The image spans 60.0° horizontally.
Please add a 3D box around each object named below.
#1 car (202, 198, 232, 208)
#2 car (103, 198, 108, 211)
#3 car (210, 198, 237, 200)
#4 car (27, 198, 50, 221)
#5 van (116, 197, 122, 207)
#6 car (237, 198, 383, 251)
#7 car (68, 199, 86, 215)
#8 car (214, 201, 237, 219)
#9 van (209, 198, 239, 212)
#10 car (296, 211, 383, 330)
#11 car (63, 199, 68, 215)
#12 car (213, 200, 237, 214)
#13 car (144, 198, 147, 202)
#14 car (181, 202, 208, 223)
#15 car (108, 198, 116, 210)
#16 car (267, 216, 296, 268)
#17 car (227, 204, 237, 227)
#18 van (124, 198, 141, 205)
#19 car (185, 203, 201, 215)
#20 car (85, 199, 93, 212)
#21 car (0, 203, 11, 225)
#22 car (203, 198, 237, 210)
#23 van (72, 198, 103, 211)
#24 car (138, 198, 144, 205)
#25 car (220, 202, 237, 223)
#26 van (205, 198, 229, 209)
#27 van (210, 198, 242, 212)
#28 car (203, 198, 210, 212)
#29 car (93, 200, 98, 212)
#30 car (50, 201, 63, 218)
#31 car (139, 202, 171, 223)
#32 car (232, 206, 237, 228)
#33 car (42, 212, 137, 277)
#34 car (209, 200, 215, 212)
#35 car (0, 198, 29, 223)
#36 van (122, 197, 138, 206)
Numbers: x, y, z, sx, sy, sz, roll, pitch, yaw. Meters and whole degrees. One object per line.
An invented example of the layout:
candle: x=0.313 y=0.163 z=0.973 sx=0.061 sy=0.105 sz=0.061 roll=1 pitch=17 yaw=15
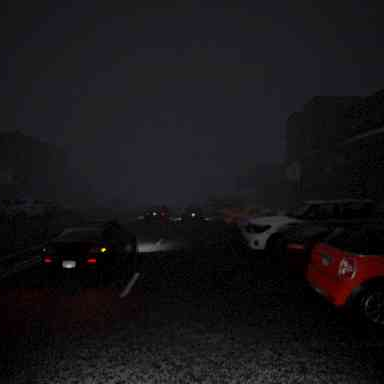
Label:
car: x=4.784 y=2.139 z=64.738 sx=5.566 sy=2.045 sz=2.435 roll=0 pitch=-1 yaw=0
car: x=-15.831 y=2.054 z=50.792 sx=4.553 sy=1.767 sz=2.185 roll=0 pitch=-1 yaw=0
car: x=4.746 y=1.851 z=39.727 sx=4.553 sy=1.767 sz=2.185 roll=0 pitch=-1 yaw=0
car: x=-15.788 y=1.514 z=28.735 sx=5.566 sy=2.045 sz=2.435 roll=0 pitch=-1 yaw=0
van: x=-15.937 y=2.125 z=61.828 sx=4.442 sy=1.987 sz=1.878 roll=0 pitch=-1 yaw=0
car: x=4.683 y=1.261 z=11.952 sx=5.566 sy=2.045 sz=2.435 roll=0 pitch=0 yaw=0
car: x=-15.965 y=1.979 z=39.759 sx=5.366 sy=1.575 sz=1.946 roll=0 pitch=-1 yaw=0
car: x=4.718 y=1.751 z=28.485 sx=5.008 sy=1.535 sz=2.097 roll=0 pitch=-1 yaw=0
van: x=4.838 y=1.952 z=50.720 sx=4.442 sy=1.987 sz=1.878 roll=0 pitch=-1 yaw=0
car: x=4.680 y=1.362 z=6.398 sx=4.553 sy=1.767 sz=2.185 roll=0 pitch=0 yaw=0
car: x=-15.739 y=1.749 z=34.247 sx=4.553 sy=1.767 sz=2.185 roll=0 pitch=-1 yaw=0
car: x=4.720 y=1.812 z=31.389 sx=4.892 sy=1.521 sz=2.231 roll=0 pitch=-1 yaw=0
car: x=-15.881 y=2.760 z=92.149 sx=5.008 sy=1.535 sz=2.097 roll=0 pitch=-1 yaw=0
car: x=0.103 y=1.830 z=28.240 sx=1.994 sy=1.385 sz=4.181 roll=0 pitch=-1 yaw=0
car: x=-15.777 y=1.973 z=53.553 sx=5.566 sy=2.045 sz=2.435 roll=0 pitch=-1 yaw=0
car: x=4.710 y=1.536 z=9.175 sx=4.674 sy=1.452 sz=2.002 roll=0 pitch=0 yaw=0
car: x=4.715 y=1.641 z=20.159 sx=4.674 sy=1.452 sz=2.002 roll=0 pitch=-1 yaw=0
van: x=-15.986 y=2.489 z=89.518 sx=4.442 sy=1.987 sz=1.878 roll=0 pitch=-1 yaw=0
car: x=0.106 y=2.124 z=43.034 sx=1.994 sy=1.385 sz=4.181 roll=0 pitch=-1 yaw=0
car: x=-15.970 y=2.031 z=42.518 sx=5.366 sy=1.575 sz=1.946 roll=0 pitch=-1 yaw=0
car: x=-15.779 y=1.692 z=23.218 sx=4.792 sy=1.488 sz=2.163 roll=0 pitch=-1 yaw=0
car: x=4.760 y=2.018 z=56.403 sx=5.566 sy=2.045 sz=2.435 roll=0 pitch=-1 yaw=0
van: x=-15.678 y=1.907 z=48.037 sx=4.442 sy=1.987 sz=1.878 roll=0 pitch=-1 yaw=0
car: x=-15.832 y=2.377 z=83.883 sx=5.566 sy=2.045 sz=2.435 roll=0 pitch=-1 yaw=0
car: x=4.898 y=1.643 z=22.930 sx=5.366 sy=1.575 sz=1.946 roll=0 pitch=-1 yaw=0
van: x=4.629 y=2.126 z=61.961 sx=4.442 sy=1.987 sz=1.878 roll=0 pitch=-1 yaw=0
van: x=4.833 y=1.906 z=48.067 sx=4.442 sy=1.987 sz=1.878 roll=0 pitch=-1 yaw=0
car: x=4.685 y=1.828 z=45.168 sx=5.566 sy=2.045 sz=2.435 roll=0 pitch=-1 yaw=0
car: x=-15.787 y=2.124 z=45.274 sx=4.674 sy=1.452 sz=2.002 roll=0 pitch=-1 yaw=0
car: x=-15.737 y=1.569 z=31.492 sx=5.566 sy=2.045 sz=2.435 roll=0 pitch=-1 yaw=0
car: x=-2.897 y=1.817 z=28.420 sx=2.033 sy=1.411 sz=5.357 roll=0 pitch=-1 yaw=0
car: x=4.710 y=1.605 z=17.501 sx=4.674 sy=1.452 sz=2.002 roll=0 pitch=-1 yaw=0
car: x=-2.899 y=1.547 z=10.141 sx=1.812 sy=1.442 sz=4.674 roll=0 pitch=0 yaw=0
car: x=4.709 y=1.923 z=36.947 sx=5.008 sy=1.535 sz=2.097 roll=0 pitch=-1 yaw=0
car: x=-15.786 y=1.585 z=25.978 sx=4.553 sy=1.767 sz=2.185 roll=0 pitch=-1 yaw=0
van: x=-15.734 y=2.332 z=78.372 sx=4.442 sy=1.987 sz=1.878 roll=0 pitch=-1 yaw=0
